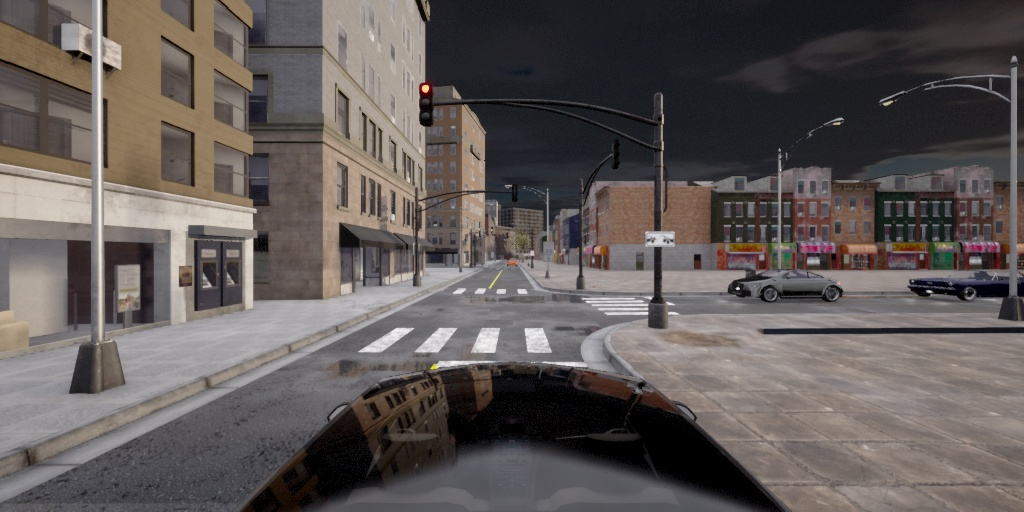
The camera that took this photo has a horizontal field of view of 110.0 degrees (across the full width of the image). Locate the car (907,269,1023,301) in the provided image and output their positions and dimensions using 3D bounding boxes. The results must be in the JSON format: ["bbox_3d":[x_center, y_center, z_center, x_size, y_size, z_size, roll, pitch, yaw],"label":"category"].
[{"bbox_3d":[20.822,1.265,16.007,4.718,1.301,1.895,0,0,0],"label":"car"}]

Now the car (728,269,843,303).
[{"bbox_3d":[12.036,1.261,15.957,4.181,1.385,1.994,0,0,0],"label":"car"}]
